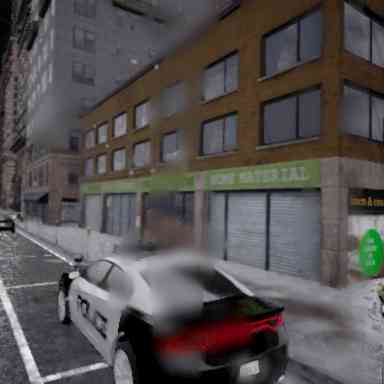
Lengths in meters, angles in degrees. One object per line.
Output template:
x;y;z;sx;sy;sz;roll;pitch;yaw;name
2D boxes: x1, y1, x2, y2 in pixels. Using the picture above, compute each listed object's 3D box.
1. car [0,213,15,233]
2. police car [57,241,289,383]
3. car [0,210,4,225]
-14.703;2.401;25.504;1.947;1.339;4.313;1;-2;-34;car
-0.849;1.651;5.522;1.930;1.638;5.238;2;-3;-34;police car
-20.830;2.665;34.648;1.887;1.381;4.507;1;-2;-34;car
